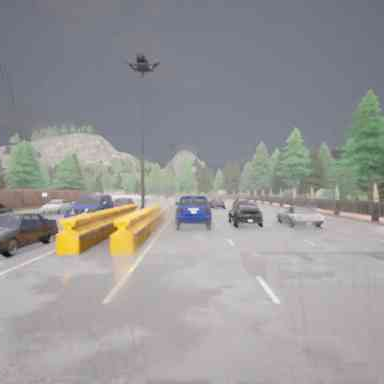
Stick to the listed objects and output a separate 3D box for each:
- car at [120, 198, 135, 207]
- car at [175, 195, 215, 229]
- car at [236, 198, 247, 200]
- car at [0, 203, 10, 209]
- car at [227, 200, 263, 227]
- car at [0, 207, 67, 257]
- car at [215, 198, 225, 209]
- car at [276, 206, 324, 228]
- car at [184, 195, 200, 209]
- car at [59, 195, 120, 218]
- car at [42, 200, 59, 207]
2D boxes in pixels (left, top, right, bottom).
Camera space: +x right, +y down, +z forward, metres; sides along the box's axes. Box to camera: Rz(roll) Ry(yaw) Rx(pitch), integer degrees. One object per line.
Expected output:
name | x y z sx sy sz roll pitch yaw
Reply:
car | -7.089 1.366 33.871 2.097 1.767 4.553 0 0 0
car | 0.090 1.230 21.629 2.150 2.045 5.566 0 0 0
car | 7.015 1.545 47.538 1.812 1.442 4.674 0 0 1
car | -14.089 1.514 22.712 1.837 1.490 4.892 0 0 0
car | 3.589 1.514 22.882 1.837 1.490 4.892 0 0 0
car | -7.096 1.553 13.197 2.033 1.411 5.357 0 0 0
car | 3.495 1.566 45.328 2.033 1.411 5.357 0 0 0
car | 7.091 1.610 22.362 1.895 1.301 4.718 0 0 0
car | 0.007 1.370 46.636 2.097 1.767 4.553 0 0 0
car | -7.084 1.231 23.767 2.150 2.045 5.566 0 0 1
car | -14.076 1.539 34.781 1.812 1.442 4.674 0 0 0
